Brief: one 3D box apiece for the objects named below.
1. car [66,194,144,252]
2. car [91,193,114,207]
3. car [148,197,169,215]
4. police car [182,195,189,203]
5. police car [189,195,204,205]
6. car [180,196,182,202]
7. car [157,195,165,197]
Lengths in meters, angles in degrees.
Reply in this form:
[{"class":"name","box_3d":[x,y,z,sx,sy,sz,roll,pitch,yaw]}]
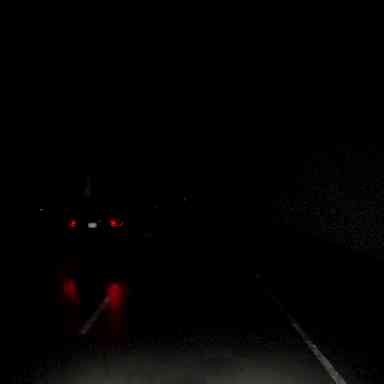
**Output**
[{"class":"car","box_3d":[-3.402,1.228,14.031,2.150,2.045,5.566,0,0,0]},{"class":"car","box_3d":[-14.096,1.246,52.560,2.150,2.045,5.566,0,0,0]},{"class":"car","box_3d":[-3.405,1.564,34.119,2.033,1.411,5.357,0,0,0]},{"class":"police car","box_3d":[-0.181,1.459,69.030,1.930,1.638,5.238,0,0,-9]},{"class":"police car","box_3d":[0.930,1.454,58.393,1.930,1.638,5.238,0,0,-3]},{"class":"car","box_3d":[-1.382,1.388,75.194,2.097,1.767,4.553,0,0,-13]},{"class":"car","box_3d":[-9.146,1.507,94.566,1.895,1.301,4.718,0,0,-26]}]
